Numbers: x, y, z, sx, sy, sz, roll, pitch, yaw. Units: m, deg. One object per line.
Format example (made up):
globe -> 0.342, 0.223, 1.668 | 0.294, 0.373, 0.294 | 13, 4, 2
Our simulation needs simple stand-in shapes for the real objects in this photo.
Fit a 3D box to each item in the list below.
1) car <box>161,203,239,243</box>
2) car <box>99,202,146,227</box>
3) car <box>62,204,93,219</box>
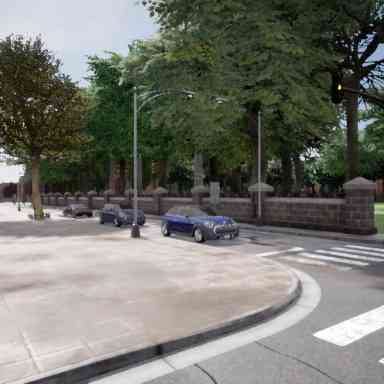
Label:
car -> 0.307, 1.478, 17.047 | 2.097, 1.767, 4.553 | 0, 0, -35
car -> -5.266, 1.570, 24.850 | 2.097, 1.767, 4.553 | 0, 0, -36
car -> -11.739, 1.886, 33.933 | 2.033, 1.411, 5.357 | 0, 0, -35
